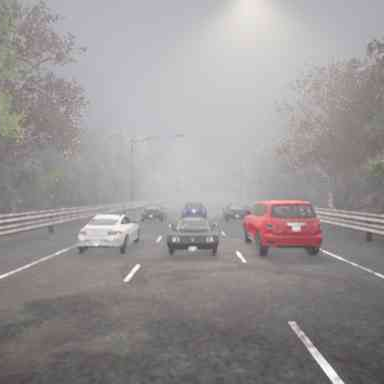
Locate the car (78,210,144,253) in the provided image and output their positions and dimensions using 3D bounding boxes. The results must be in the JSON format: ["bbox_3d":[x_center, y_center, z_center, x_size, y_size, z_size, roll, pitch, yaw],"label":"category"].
[{"bbox_3d":[-3.447,1.663,14.339,1.812,1.442,4.674,0,0,1],"label":"car"}]

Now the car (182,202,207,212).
[{"bbox_3d":[0.197,1.626,28.950,2.097,1.767,4.553,0,-1,1],"label":"car"}]

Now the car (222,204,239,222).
[{"bbox_3d":[3.705,1.804,29.218,1.812,1.442,4.674,0,0,1],"label":"car"}]

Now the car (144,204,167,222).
[{"bbox_3d":[-3.295,1.805,29.299,1.812,1.442,4.674,0,0,1],"label":"car"}]

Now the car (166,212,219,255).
[{"bbox_3d":[0.047,1.735,14.015,1.895,1.301,4.718,0,-1,0],"label":"car"}]

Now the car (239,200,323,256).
[{"bbox_3d":[3.545,1.350,13.916,2.150,2.045,5.566,0,0,0],"label":"car"}]
